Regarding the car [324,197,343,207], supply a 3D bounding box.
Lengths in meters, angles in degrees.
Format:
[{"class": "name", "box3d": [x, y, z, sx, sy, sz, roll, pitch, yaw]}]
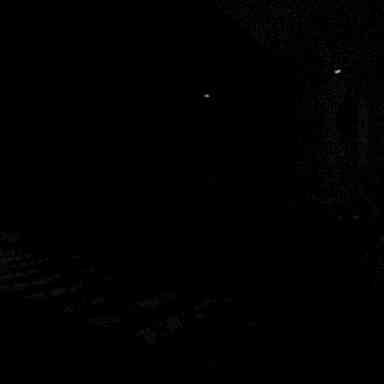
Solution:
[{"class": "car", "box3d": [18.467, 1.370, 44.686, 1.752, 1.417, 4.829, 1, 1, 36]}]

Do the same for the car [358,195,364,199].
[{"class": "car", "box3d": [28.129, 1.298, 58.101, 1.967, 1.590, 4.097, 1, 0, 36]}]

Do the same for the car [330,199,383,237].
[{"class": "car", "box3d": [9.142, 1.393, 18.002, 1.967, 1.590, 4.097, 1, 1, 36]}]

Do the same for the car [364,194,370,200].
[{"class": "car", "box3d": [34.504, 1.307, 66.953, 1.967, 1.590, 4.097, 1, 0, 36]}]

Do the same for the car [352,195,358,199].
[{"class": "car", "box3d": [24.940, 1.398, 53.676, 1.887, 1.381, 4.507, 1, 0, 36]}]

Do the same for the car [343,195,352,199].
[{"class": "car", "box3d": [21.753, 1.400, 49.250, 2.008, 1.369, 4.403, 1, 1, 36]}]

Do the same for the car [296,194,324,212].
[{"class": "car", "box3d": [12.195, 1.154, 35.969, 2.192, 1.841, 5.009, 1, 1, 36]}]

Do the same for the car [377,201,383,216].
[{"class": "car", "box3d": [18.701, 1.532, 31.280, 1.802, 1.307, 4.206, 1, 1, 36]}]

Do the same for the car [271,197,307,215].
[{"class": "car", "box3d": [9.005, 1.405, 31.546, 1.947, 1.339, 4.313, 1, 1, 36]}]
